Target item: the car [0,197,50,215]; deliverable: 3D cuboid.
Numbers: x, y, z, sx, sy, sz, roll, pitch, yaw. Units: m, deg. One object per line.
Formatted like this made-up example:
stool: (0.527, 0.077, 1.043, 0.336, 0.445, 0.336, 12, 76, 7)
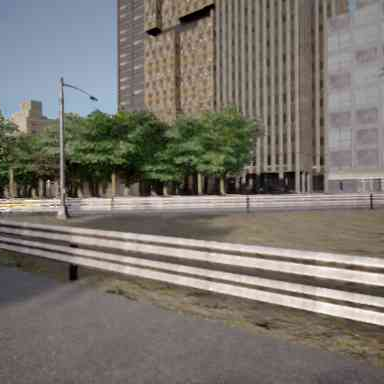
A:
car: (-15.911, 1.269, 30.870, 5.366, 1.575, 1.801, -1, 0, 7)
